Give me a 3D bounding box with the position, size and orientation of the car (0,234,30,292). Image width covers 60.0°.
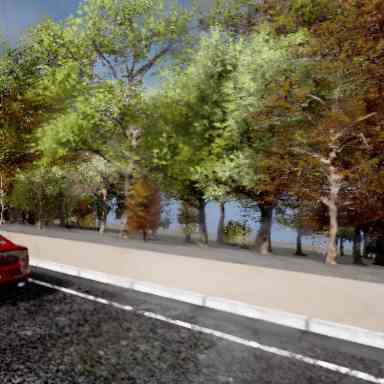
[{"bbox_3d":[-5.821,1.482,7.824,5.008,1.535,1.882,0,0,35],"label":"car"}]
